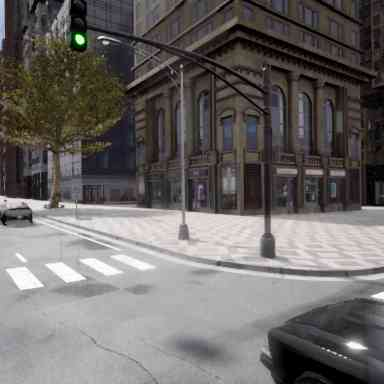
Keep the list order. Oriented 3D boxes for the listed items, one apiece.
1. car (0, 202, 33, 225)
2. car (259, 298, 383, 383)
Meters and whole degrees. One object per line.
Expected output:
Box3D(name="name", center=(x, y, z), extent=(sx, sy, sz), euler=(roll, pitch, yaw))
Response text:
Box3D(name="car", center=(-12.631, 1.439, 23.620), extent=(2.128, 1.511, 4.902), euler=(-1, 1, -36))
Box3D(name="car", center=(2.721, 1.580, 2.129), extent=(1.895, 1.301, 4.718), euler=(-1, 1, -36))
